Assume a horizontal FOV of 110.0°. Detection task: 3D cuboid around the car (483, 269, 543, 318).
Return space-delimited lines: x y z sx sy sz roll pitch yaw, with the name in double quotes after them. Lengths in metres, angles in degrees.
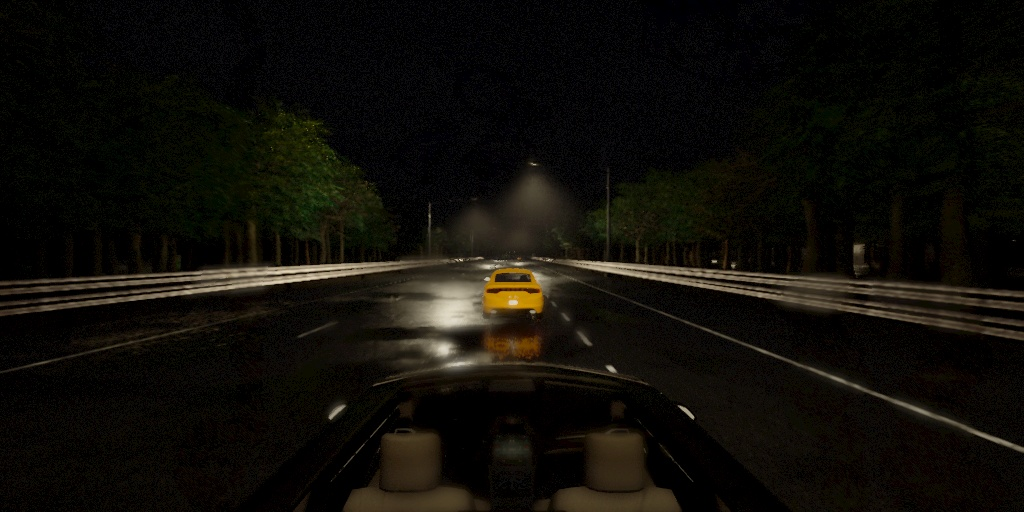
0.023 1.206 12.978 1.882 1.535 5.008 0 0 0 "car"
